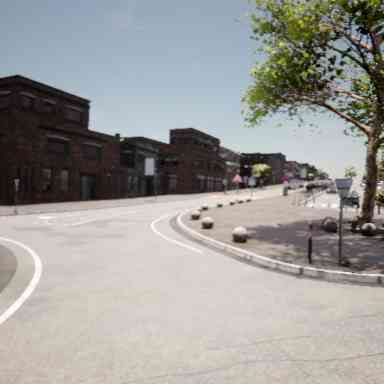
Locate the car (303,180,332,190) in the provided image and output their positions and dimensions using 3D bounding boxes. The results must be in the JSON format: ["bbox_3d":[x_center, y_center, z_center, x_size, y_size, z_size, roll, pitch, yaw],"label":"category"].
[{"bbox_3d":[32.031,-1.530,85.074,5.566,2.045,2.435,1,3,26],"label":"car"}]

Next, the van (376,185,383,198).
[{"bbox_3d":[24.735,0.503,40.276,4.442,1.987,1.878,1,3,26],"label":"van"}]

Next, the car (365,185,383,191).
[{"bbox_3d":[43.023,-0.962,77.648,4.792,1.488,2.163,1,3,26],"label":"car"}]

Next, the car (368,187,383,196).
[{"bbox_3d":[33.311,-0.039,57.701,4.674,1.452,2.002,1,3,26],"label":"car"}]

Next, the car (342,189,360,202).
[{"bbox_3d":[22.341,0.464,46.706,2.128,1.511,4.902,1,3,26],"label":"car"}]

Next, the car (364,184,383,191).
[{"bbox_3d":[44.213,-1.105,80.151,4.892,1.521,2.231,1,3,26],"label":"car"}]

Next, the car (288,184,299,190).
[{"bbox_3d":[25.203,-1.195,84.095,1.837,1.490,4.892,1,3,26],"label":"car"}]

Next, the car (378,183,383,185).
[{"bbox_3d":[32.131,-0.089,55.184,4.553,1.767,2.185,1,3,26],"label":"car"}]

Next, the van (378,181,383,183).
[{"bbox_3d":[37.049,-0.646,65.124,4.442,1.987,1.878,1,3,26],"label":"van"}]

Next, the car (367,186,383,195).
[{"bbox_3d":[35.732,-0.268,62.693,4.674,1.452,2.002,1,3,26],"label":"car"}]

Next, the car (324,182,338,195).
[{"bbox_3d":[27.207,-0.468,64.201,2.097,1.767,4.553,1,3,26],"label":"car"}]

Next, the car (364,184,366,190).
[{"bbox_3d":[34.519,-0.194,60.195,5.008,1.535,2.097,1,3,26],"label":"car"}]

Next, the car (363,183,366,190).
[{"bbox_3d":[39.339,-0.621,70.188,4.792,1.488,2.163,1,3,26],"label":"car"}]

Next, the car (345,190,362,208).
[{"bbox_3d":[17.400,0.883,36.498,1.837,1.490,4.892,1,2,26],"label":"car"}]

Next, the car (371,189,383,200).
[{"bbox_3d":[28.498,0.412,47.708,4.792,1.488,2.163,1,3,26],"label":"car"}]

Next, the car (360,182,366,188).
[{"bbox_3d":[41.619,-0.884,75.245,5.366,1.575,1.946,1,3,26],"label":"car"}]
